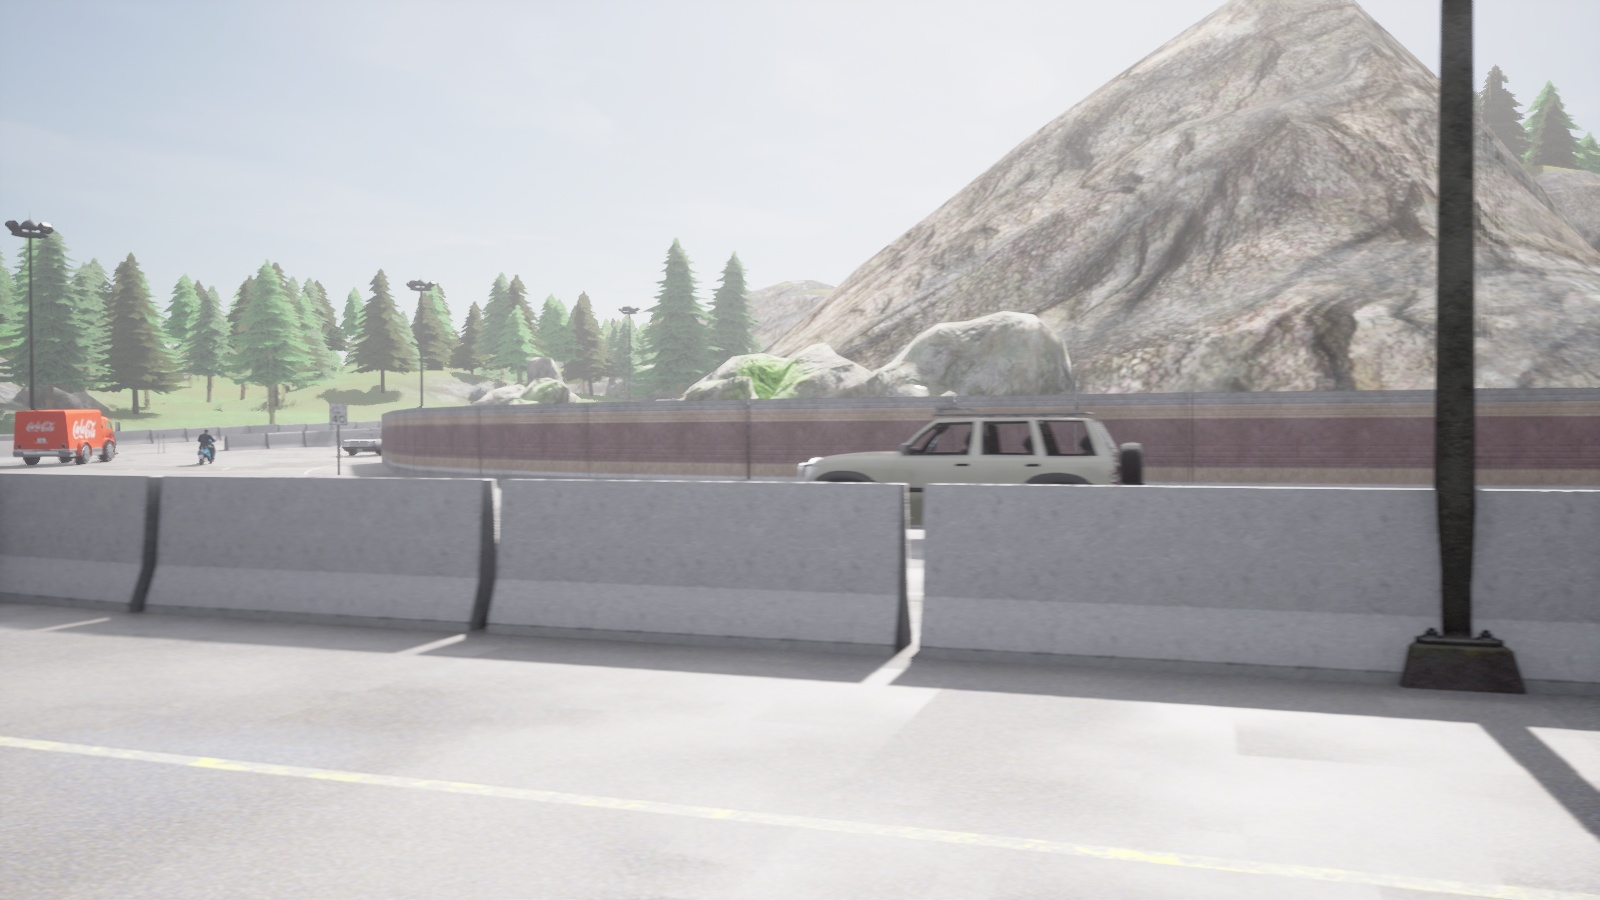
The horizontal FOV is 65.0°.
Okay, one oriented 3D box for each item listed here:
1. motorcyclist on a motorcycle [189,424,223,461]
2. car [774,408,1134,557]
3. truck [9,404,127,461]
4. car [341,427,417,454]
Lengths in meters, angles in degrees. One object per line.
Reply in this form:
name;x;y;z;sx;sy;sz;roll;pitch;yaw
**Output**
motorcyclist on a motorcycle;-25.887;-0.334;54.764;0.866;1.590;1.817;0;2;-9
car;2.134;0.376;17.229;4.605;1.855;1.932;0;1;19
truck;-33.221;-0.844;57.221;2.627;2.467;5.204;0;2;-5
car;-22.332;-0.535;66.791;1.895;1.301;4.718;0;2;8
